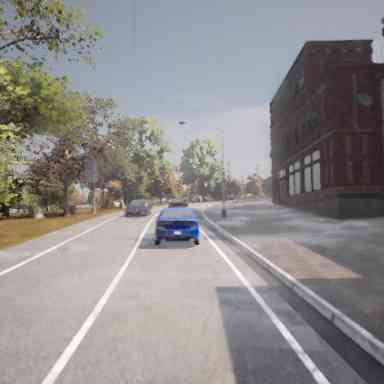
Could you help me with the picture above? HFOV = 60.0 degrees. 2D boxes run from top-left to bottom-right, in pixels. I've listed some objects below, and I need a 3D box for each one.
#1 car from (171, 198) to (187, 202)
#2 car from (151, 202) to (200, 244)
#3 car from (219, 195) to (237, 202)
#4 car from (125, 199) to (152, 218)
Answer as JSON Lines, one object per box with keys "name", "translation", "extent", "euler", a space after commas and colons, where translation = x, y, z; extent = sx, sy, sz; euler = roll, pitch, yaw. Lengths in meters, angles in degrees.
{"name": "car", "translation": [-1.270, 1.400, 34.196], "extent": [1.837, 1.490, 4.892], "euler": [-1, 0, 3]}
{"name": "car", "translation": [-0.735, 1.471, 15.720], "extent": [1.882, 1.535, 5.008], "euler": [0, 0, -4]}
{"name": "car", "translation": [7.398, 1.277, 68.975], "extent": [1.895, 1.301, 4.718], "euler": [-4, -1, 35]}
{"name": "car", "translation": [-4.768, 1.439, 30.049], "extent": [1.837, 1.490, 4.892], "euler": [0, 0, 1]}
